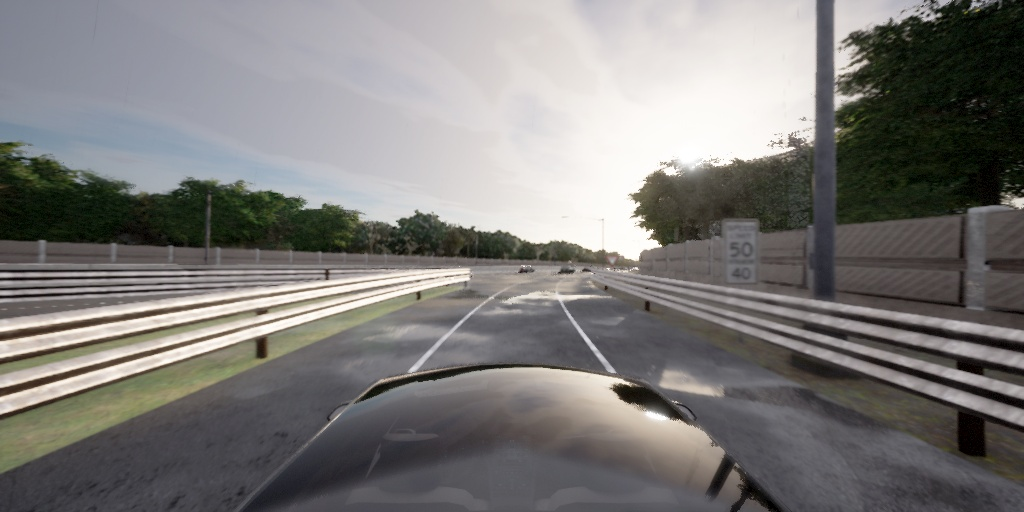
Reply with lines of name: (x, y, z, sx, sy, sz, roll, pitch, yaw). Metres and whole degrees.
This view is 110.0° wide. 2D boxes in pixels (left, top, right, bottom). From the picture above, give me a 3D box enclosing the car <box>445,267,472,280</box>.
car: (-6.025, 1.844, 37.625, 1.812, 1.442, 4.674, 0, -2, 27)
